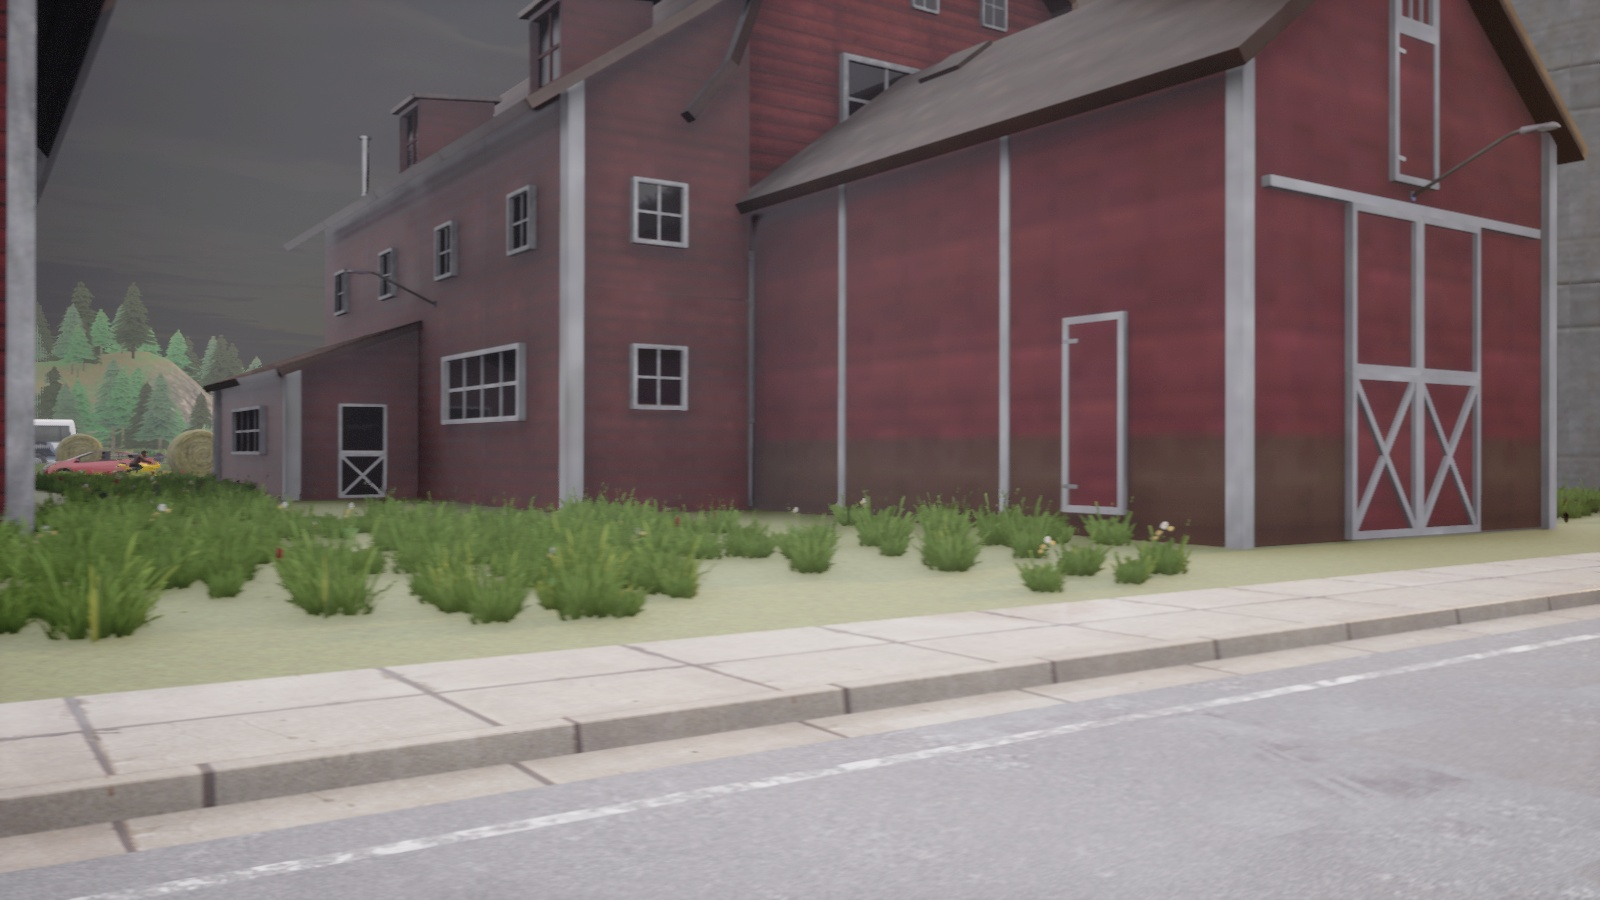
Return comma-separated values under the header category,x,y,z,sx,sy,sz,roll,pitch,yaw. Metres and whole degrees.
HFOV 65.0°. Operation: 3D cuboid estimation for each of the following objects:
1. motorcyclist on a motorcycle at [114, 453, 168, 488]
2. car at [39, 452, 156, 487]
category,x,y,z,sx,sy,sz,roll,pitch,yaw
motorcyclist on a motorcycle,-29.228,0.899,55.689,2.044,1.523,0.797,0,0,-35
car,-32.320,0.876,57.800,4.514,1.525,2.007,0,0,-35
